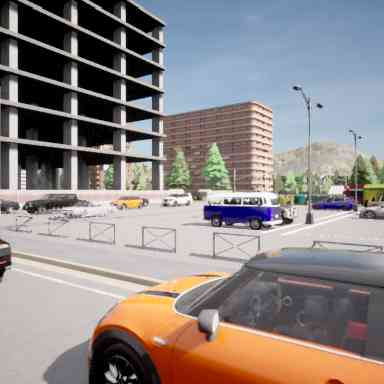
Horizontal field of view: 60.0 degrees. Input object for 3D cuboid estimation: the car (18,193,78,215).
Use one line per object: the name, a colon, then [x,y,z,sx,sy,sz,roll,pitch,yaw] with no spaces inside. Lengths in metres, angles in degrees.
car: [-14.211,1.169,33.981,2.150,2.045,5.566,0,0,35]

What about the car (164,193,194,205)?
car: [-2.146,1.170,57.075,2.150,2.045,5.566,0,0,36]

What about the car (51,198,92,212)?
car: [-14.376,1.512,39.824,1.994,1.385,4.181,0,0,35]

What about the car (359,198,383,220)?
car: [14.652,1.396,24.774,3.806,1.475,1.970,0,0,36]

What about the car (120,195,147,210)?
car: [-8.334,1.300,42.309,2.097,1.767,4.553,0,0,35]

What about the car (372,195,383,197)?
car: [17.858,1.154,29.340,4.605,1.855,1.932,0,0,36]

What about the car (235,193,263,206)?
car: [10.803,1.170,63.032,2.150,2.045,5.566,0,0,35]

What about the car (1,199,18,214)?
car: [-19.517,1.440,32.550,2.128,1.511,4.902,0,0,36]

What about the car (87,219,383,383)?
car: [1.052,1.352,3.239,4.553,1.767,2.097,0,0,35]

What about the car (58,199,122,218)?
car: [-8.813,1.548,29.137,1.895,1.301,4.718,0,0,35]

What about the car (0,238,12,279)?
car: [-6.621,1.493,8.664,4.902,1.511,2.128,0,0,35]

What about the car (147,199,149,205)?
car: [-8.351,1.440,48.351,2.128,1.511,4.902,0,0,35]

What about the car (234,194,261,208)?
car: [9.132,1.473,54.613,1.812,1.442,4.674,0,0,35]

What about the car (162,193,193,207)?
car: [-2.258,1.169,50.893,2.150,2.045,5.566,0,0,35]
